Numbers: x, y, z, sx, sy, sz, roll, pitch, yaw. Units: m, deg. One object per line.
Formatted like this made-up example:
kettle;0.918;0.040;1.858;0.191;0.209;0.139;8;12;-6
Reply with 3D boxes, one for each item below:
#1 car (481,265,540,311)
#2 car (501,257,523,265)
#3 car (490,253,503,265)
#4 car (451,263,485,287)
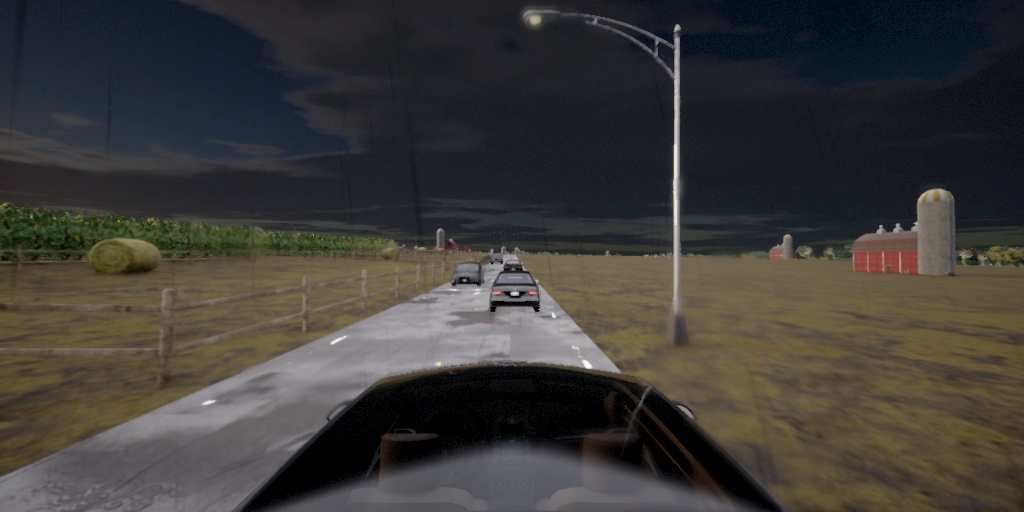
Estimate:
car;0.108;1.283;14.345;2.033;1.411;5.357;0;0;0
car;0.109;1.101;36.598;1.882;1.535;5.008;0;0;0
car;-2.749;0.569;65.167;2.150;2.045;5.566;0;1;0
car;-2.843;1.205;23.941;1.837;1.490;4.892;0;0;0
